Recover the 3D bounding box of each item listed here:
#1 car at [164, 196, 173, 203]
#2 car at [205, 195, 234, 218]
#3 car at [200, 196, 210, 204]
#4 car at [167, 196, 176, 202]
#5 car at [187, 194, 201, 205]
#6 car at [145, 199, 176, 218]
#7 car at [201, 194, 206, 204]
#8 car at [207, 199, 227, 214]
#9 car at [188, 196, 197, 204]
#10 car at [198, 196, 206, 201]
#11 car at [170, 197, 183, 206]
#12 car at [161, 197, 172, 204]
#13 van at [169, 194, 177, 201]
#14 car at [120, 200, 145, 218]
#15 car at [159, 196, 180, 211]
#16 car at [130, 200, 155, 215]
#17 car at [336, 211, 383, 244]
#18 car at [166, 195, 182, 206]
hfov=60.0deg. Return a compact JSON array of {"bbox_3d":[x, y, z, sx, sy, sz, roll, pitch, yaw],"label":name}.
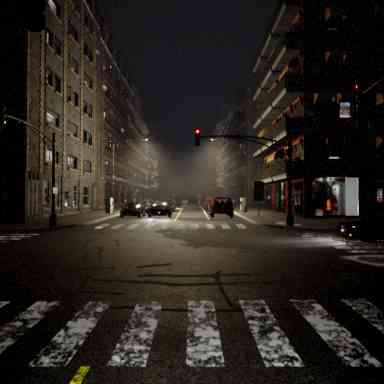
[{"bbox_3d":[-5.215,1.671,74.453,1.752,1.417,4.829,1,0,0],"label":"car"},{"bbox_3d":[2.621,1.326,30.165,2.192,1.841,5.009,1,0,0],"label":"car"},{"bbox_3d":[2.659,1.557,69.087,1.967,1.590,4.097,1,0,0],"label":"car"},{"bbox_3d":[-5.203,1.764,85.752,2.008,1.369,4.403,1,0,0],"label":"car"},{"bbox_3d":[0.175,1.550,59.909,1.882,1.535,5.008,0,0,0],"label":"car"},{"bbox_3d":[-2.804,1.575,30.393,1.994,1.385,4.181,0,0,0],"label":"car"},{"bbox_3d":[2.632,1.336,41.289,2.192,1.841,5.009,1,0,0],"label":"car"},{"bbox_3d":[2.623,1.540,35.894,1.752,1.417,4.829,1,0,0],"label":"car"},{"bbox_3d":[0.153,1.601,70.349,1.882,1.535,5.008,0,0,0],"label":"car"},{"bbox_3d":[2.683,1.814,91.338,1.947,1.339,4.313,1,0,0],"label":"car"},{"bbox_3d":[-2.680,1.619,59.568,2.033,1.411,5.357,0,0,0],"label":"car"},{"bbox_3d":[-5.222,1.667,69.061,2.008,1.369,4.403,1,0,0],"label":"car"},{"bbox_3d":[-5.193,1.589,91.317,1.690,1.788,3.998,1,0,0],"label":"van"},{"bbox_3d":[-5.264,1.577,30.128,1.947,1.339,4.313,1,0,0],"label":"car"},{"bbox_3d":[-2.786,1.523,39.273,1.837,1.490,4.892,0,0,0],"label":"car"},{"bbox_3d":[-5.257,1.581,35.689,1.947,1.339,4.313,1,0,0],"label":"car"},{"bbox_3d":[8.938,1.574,15.303,4.181,1.385,1.994,0,-1,0],"label":"car"},{"bbox_3d":[-2.721,1.601,49.207,1.994,1.385,4.181,0,0,1],"label":"car"}]
